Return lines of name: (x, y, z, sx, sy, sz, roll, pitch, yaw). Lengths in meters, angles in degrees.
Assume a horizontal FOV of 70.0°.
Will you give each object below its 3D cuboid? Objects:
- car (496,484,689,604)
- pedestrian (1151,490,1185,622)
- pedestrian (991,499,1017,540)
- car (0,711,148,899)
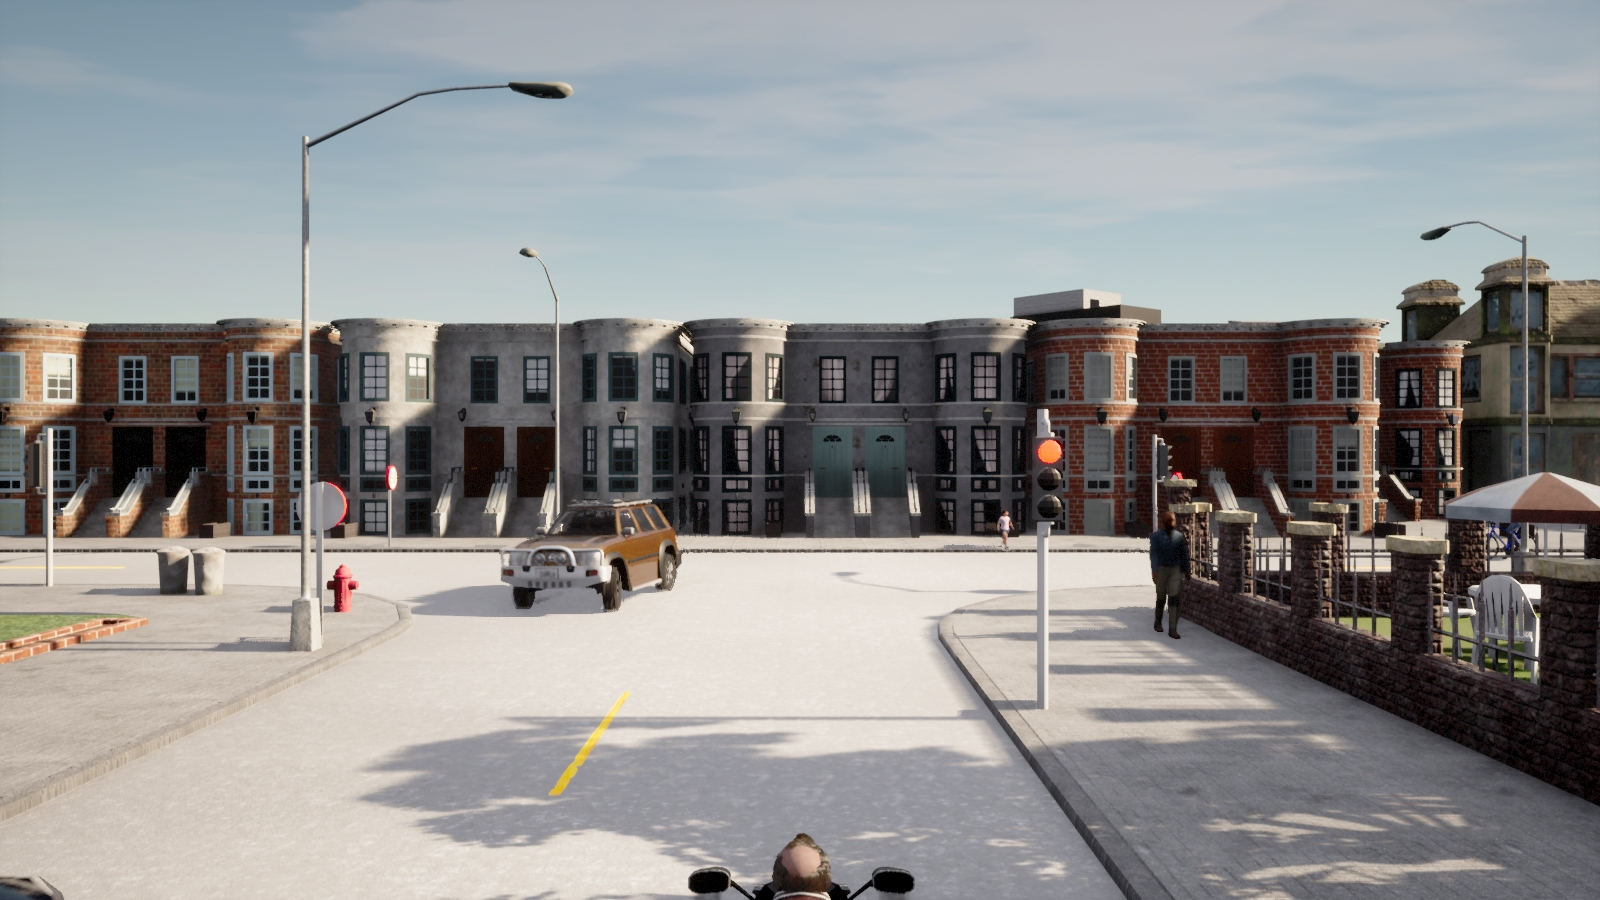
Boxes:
car: (-3.696, 1.635, 21.337, 1.932, 1.855, 4.605, -1, 0, 12)
pedestrian: (5.291, 1.509, 16.413, 0.375, 1.860, 0.375, 0, 0, 2)
pedestrian: (5.556, 1.892, 31.160, 0.500, 1.100, 0.500, 0, 0, -21)
car: (-4.001, 1.897, 3.172, 1.994, 1.385, 4.181, 0, 0, 0)
